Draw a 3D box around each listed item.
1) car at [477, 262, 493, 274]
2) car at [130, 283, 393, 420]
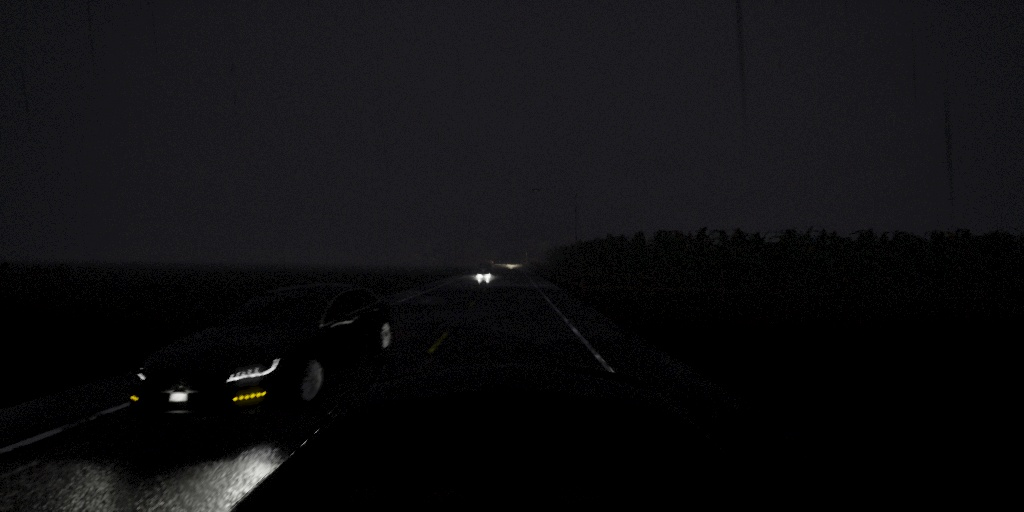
[{"bbox_3d":[-3.595,1.617,47.587,2.128,1.511,4.902,0,0,0],"label":"car"},{"bbox_3d":[-3.601,1.293,6.302,1.837,1.490,4.892,0,0,0],"label":"car"}]
